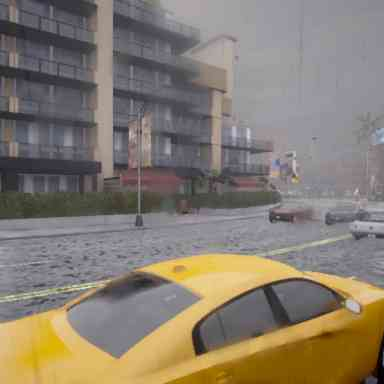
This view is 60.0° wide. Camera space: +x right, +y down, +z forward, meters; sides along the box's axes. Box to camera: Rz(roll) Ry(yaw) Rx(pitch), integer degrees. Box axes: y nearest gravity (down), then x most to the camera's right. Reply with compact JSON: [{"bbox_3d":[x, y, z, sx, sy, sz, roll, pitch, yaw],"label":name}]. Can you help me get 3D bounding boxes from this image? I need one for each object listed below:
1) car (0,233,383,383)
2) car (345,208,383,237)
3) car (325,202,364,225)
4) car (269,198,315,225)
[{"bbox_3d":[0.543,1.476,3.728,5.008,1.535,1.882,0,0,-36],"label":"car"},{"bbox_3d":[9.245,1.596,15.881,1.895,1.301,4.718,0,0,43],"label":"car"},{"bbox_3d":[10.740,1.499,23.009,1.837,1.490,4.892,0,0,39],"label":"car"},{"bbox_3d":[7.449,1.466,24.542,1.882,1.535,5.008,0,0,40],"label":"car"}]
